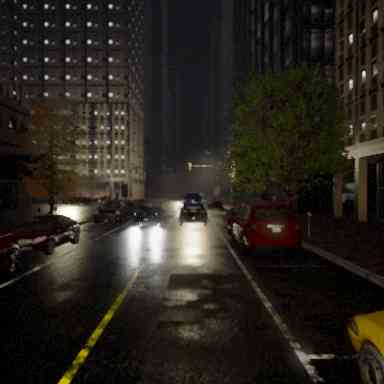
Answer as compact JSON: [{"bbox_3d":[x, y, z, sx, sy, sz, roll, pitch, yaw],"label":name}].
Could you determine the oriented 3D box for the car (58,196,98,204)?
[{"bbox_3d":[-18.589,1.185,54.549,5.009,1.841,2.192,0,0,1],"label":"car"}]

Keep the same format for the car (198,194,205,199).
[{"bbox_3d":[2.720,1.322,95.565,2.008,1.369,4.403,0,0,0],"label":"car"}]

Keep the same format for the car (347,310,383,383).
[{"bbox_3d":[2.687,1.520,2.079,1.752,1.417,4.829,0,0,0],"label":"car"}]

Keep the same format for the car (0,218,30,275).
[{"bbox_3d":[-5.692,1.422,7.433,1.967,1.590,4.097,0,0,0],"label":"car"}]

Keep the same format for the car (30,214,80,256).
[{"bbox_3d":[-5.689,1.551,12.957,1.802,1.307,4.206,0,0,0],"label":"car"}]

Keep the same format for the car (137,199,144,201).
[{"bbox_3d":[-5.743,1.497,29.528,1.947,1.339,4.313,0,0,0],"label":"car"}]

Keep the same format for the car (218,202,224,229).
[{"bbox_3d":[2.693,1.501,18.482,1.887,1.381,4.507,0,0,0],"label":"car"}]

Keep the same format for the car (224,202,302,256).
[{"bbox_3d":[2.689,1.284,12.958,2.192,1.841,5.009,0,0,0],"label":"car"}]

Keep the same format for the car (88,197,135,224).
[{"bbox_3d":[-5.686,1.384,24.005,1.967,1.590,4.097,0,0,0],"label":"car"}]

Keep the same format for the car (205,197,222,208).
[{"bbox_3d":[2.830,1.488,40.579,1.802,1.307,4.206,0,0,0],"label":"car"}]

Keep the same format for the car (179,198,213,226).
[{"bbox_3d":[0.106,1.438,23.105,2.128,1.511,4.902,0,0,0],"label":"car"}]

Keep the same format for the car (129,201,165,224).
[{"bbox_3d":[-3.088,1.544,24.435,1.895,1.301,4.718,0,0,0],"label":"car"}]

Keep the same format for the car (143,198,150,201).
[{"bbox_3d":[-5.810,1.454,39.206,1.887,1.381,4.507,0,0,0],"label":"car"}]

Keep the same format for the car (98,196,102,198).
[{"bbox_3d":[-18.499,1.358,62.931,4.403,1.369,2.008,0,0,1],"label":"car"}]

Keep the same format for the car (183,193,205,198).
[{"bbox_3d":[0.103,1.126,40.952,2.150,2.045,5.566,0,0,0],"label":"car"}]

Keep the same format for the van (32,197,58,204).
[{"bbox_3d":[-24.129,1.203,54.608,3.998,1.788,1.690,0,0,1],"label":"van"}]
